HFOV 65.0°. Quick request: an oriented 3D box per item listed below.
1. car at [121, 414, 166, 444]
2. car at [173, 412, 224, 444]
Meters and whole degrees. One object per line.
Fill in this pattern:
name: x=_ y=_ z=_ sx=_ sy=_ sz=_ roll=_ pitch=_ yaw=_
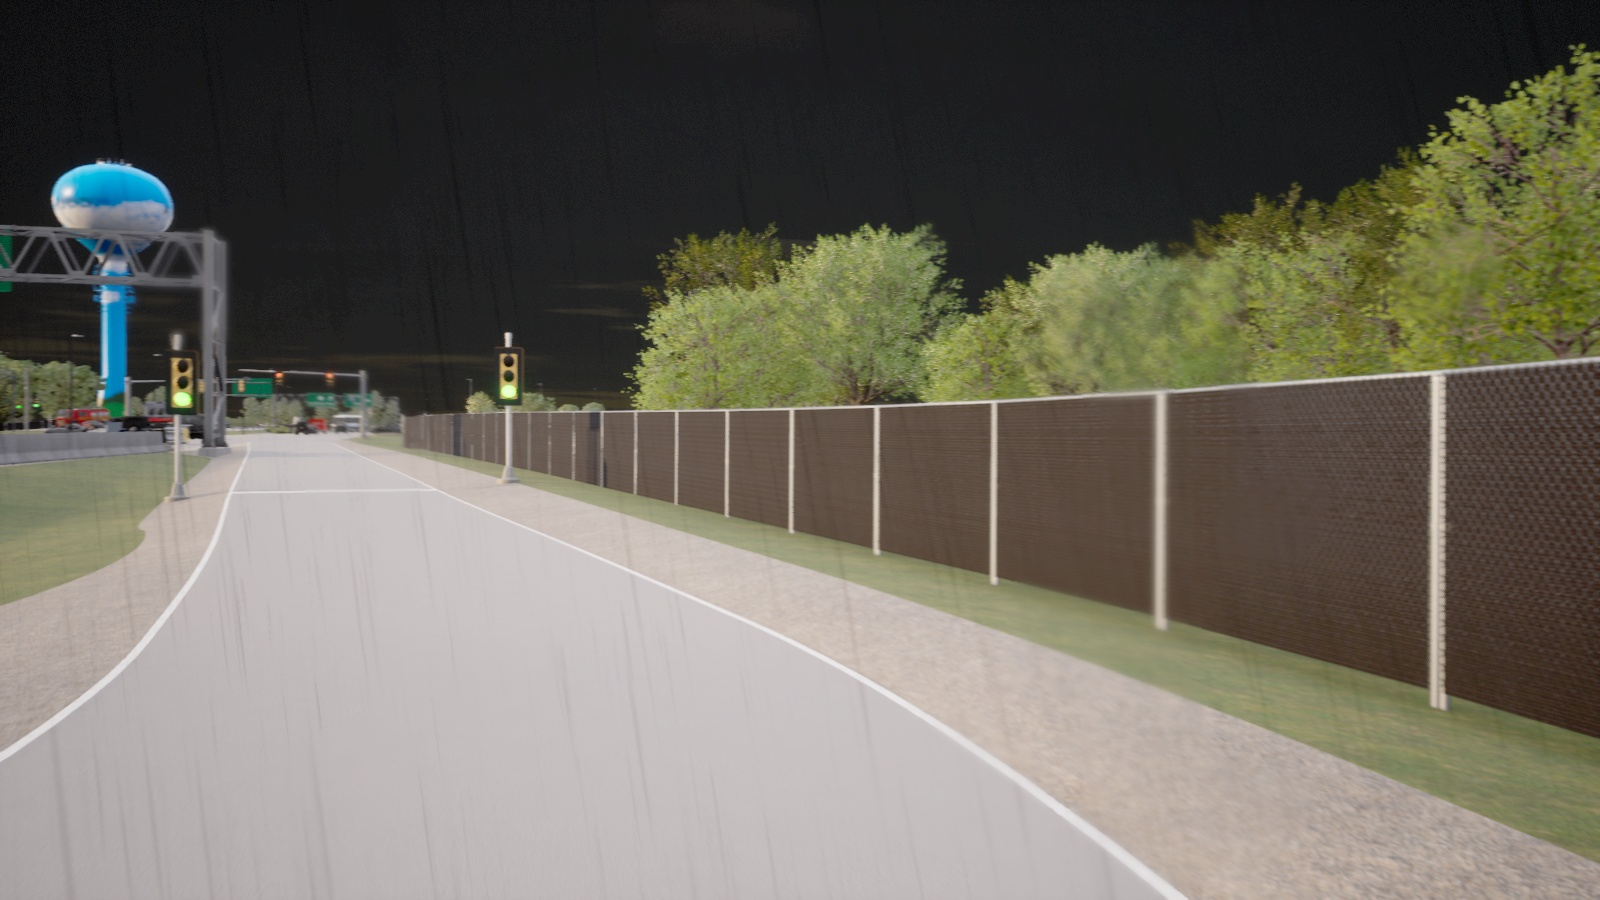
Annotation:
car: x=-43.533 y=-1.393 z=83.310 sx=1.905 sy=1.878 sz=3.866 roll=0 pitch=1 yaw=-16
car: x=-39.973 y=-1.454 z=83.578 sx=2.150 sy=2.045 sz=5.566 roll=0 pitch=1 yaw=-16
